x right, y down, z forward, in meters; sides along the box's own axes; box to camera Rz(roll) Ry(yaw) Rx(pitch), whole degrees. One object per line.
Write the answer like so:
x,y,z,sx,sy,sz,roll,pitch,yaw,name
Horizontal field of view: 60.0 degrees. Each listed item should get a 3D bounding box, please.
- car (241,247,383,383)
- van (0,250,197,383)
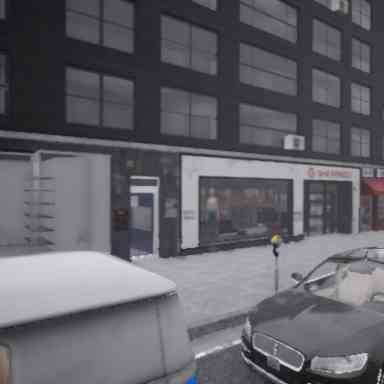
2.632,1.550,4.722,4.403,1.369,2.008,0,0,-35,car
-1.854,1.330,1.540,3.998,1.788,1.690,0,0,-35,van
